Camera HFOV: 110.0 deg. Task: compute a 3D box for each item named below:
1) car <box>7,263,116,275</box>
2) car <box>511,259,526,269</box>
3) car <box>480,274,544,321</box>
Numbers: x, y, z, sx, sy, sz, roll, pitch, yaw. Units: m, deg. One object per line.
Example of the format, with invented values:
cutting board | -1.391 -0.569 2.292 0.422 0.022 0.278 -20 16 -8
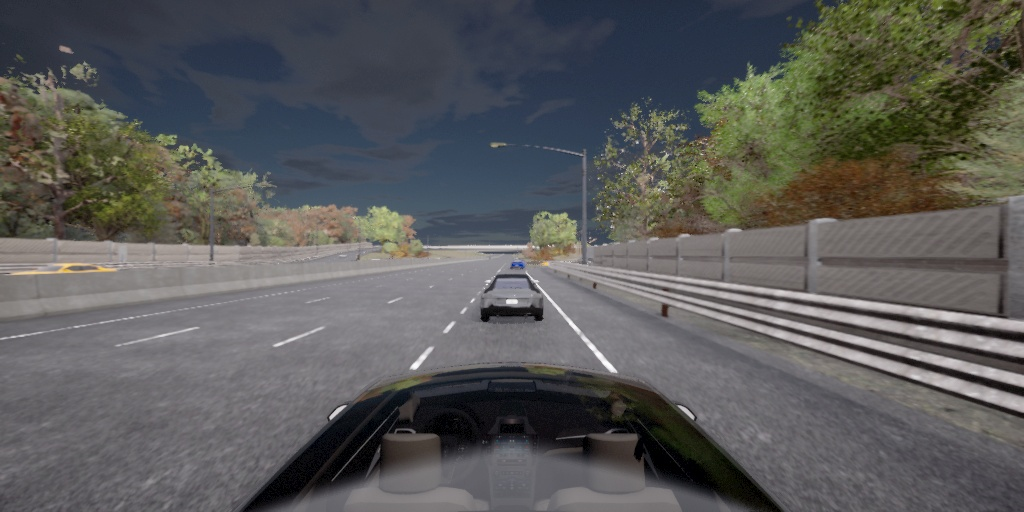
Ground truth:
car | -28.088 1.222 22.505 1.882 1.535 5.008 0 0 0
car | 1.051 1.235 55.110 1.882 1.535 5.008 0 0 8
car | 0.002 1.309 12.473 1.994 1.385 4.181 0 0 0
